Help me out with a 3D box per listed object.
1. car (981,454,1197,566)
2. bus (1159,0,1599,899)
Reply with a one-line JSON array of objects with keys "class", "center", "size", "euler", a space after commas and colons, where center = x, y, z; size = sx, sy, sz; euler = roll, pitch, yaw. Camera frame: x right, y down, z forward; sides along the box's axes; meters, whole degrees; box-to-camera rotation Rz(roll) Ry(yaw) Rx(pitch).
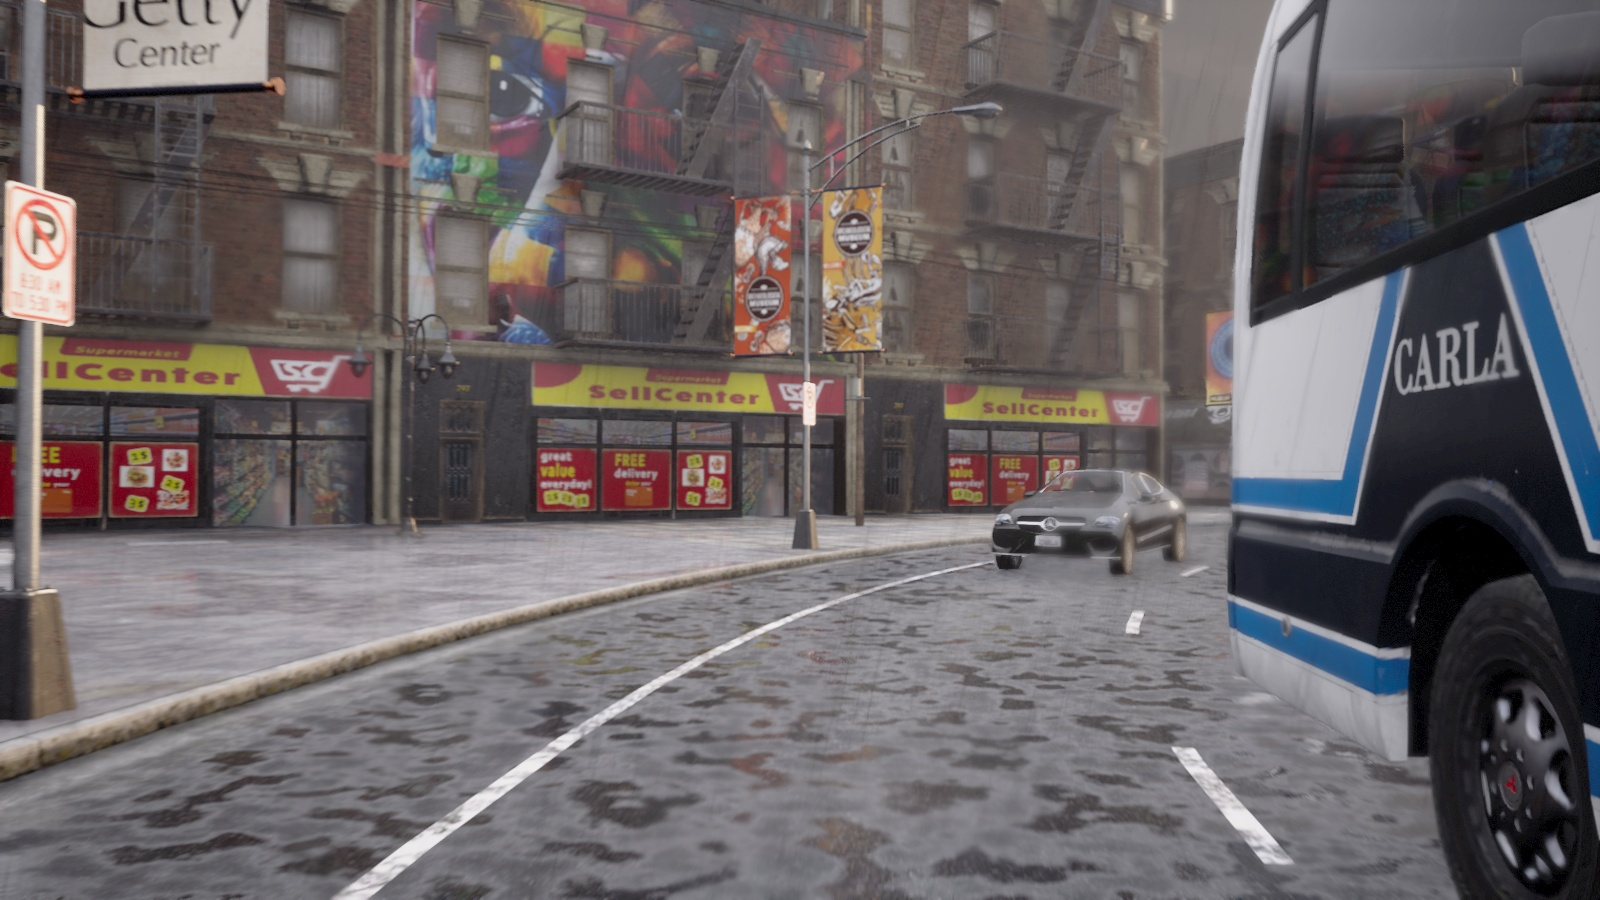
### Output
[{"class": "car", "center": [5.016, 0.932, 21.196], "size": [2.152, 1.651, 5.027], "euler": [-1, -1, 30]}, {"class": "bus", "center": [3.434, -0.555, 1.084], "size": [3.944, 4.253, 10.273], "euler": [0, -1, 4]}]
